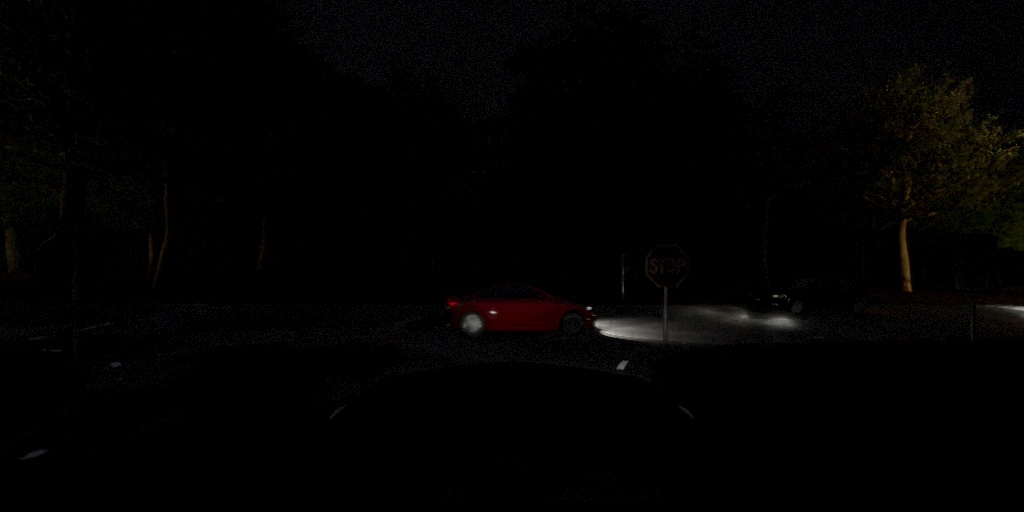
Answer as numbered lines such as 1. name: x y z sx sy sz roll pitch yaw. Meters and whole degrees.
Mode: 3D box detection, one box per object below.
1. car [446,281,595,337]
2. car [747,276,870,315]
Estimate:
1. car: 0.228 1.416 10.267 4.181 1.385 1.994 1 0 -9
2. car: 12.830 1.623 15.589 5.008 1.535 1.882 1 0 -11
